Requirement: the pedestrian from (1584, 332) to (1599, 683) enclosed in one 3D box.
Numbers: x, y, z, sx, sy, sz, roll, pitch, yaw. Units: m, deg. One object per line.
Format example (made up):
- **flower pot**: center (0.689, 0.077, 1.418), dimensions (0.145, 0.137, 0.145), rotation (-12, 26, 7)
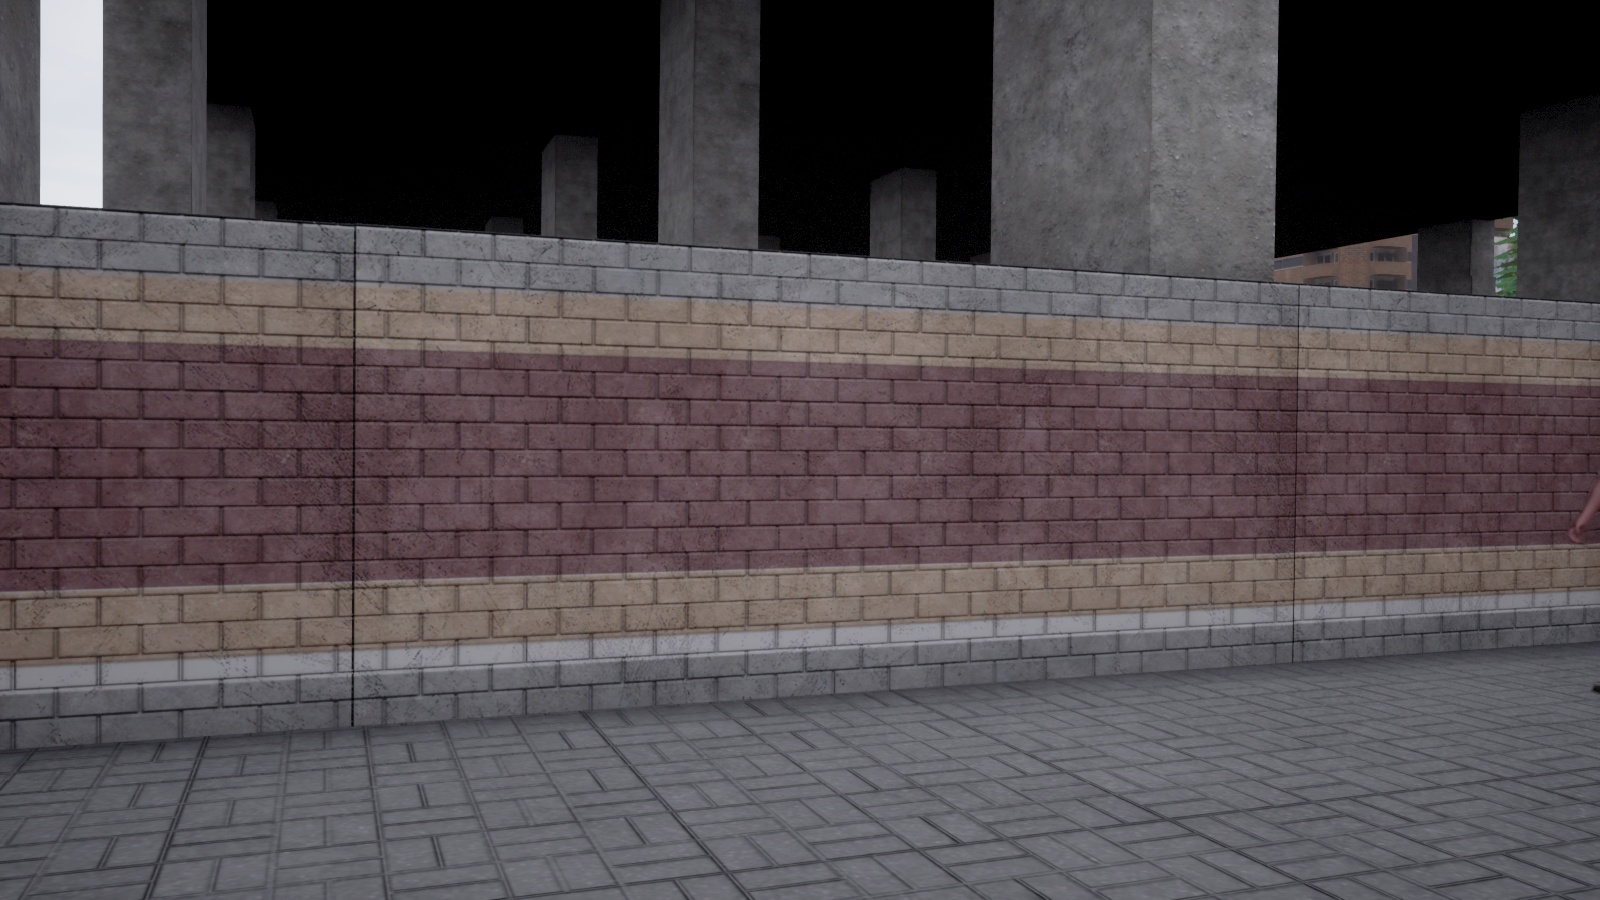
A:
- **pedestrian**: center (4.543, 0.301, 6.601), dimensions (0.706, 1.836, 0.354), rotation (-1, 1, -20)
